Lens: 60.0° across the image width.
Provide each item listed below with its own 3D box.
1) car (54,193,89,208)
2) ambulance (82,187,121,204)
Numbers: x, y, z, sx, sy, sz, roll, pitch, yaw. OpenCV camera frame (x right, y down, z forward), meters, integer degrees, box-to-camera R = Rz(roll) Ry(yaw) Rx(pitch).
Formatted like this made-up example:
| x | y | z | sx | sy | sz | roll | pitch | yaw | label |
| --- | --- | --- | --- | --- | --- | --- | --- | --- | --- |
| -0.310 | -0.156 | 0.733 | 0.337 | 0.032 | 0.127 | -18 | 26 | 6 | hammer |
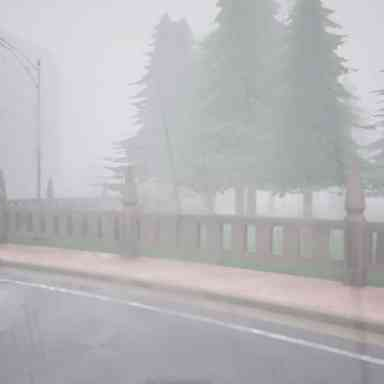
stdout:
| x | y | z | sx | sy | sz | roll | pitch | yaw | label |
| --- | --- | --- | --- | --- | --- | --- | --- | --- | --- |
| -15.099 | 1.148 | 41.004 | 2.033 | 1.411 | 5.357 | 0 | 1 | 24 | car |
| -14.011 | 0.524 | 52.017 | 2.351 | 2.431 | 6.366 | 0 | 1 | 24 | ambulance |
